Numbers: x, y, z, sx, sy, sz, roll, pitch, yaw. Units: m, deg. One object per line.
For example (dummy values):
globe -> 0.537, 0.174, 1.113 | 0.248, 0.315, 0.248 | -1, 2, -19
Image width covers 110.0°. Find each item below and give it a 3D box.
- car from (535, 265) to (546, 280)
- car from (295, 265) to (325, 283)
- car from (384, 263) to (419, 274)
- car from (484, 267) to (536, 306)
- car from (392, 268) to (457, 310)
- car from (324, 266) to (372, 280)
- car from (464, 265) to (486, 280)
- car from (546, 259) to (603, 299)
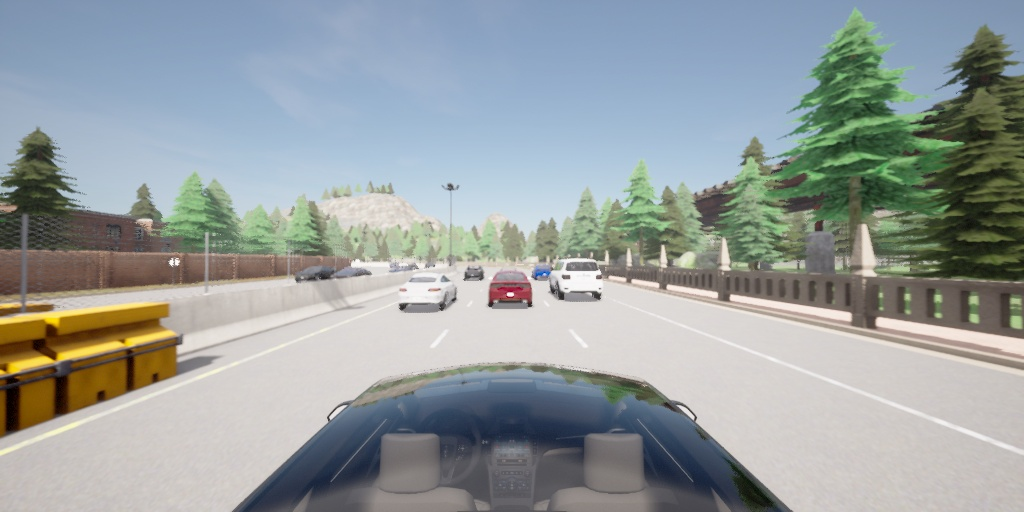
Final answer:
car -> 3.162, 1.672, 37.479 | 1.882, 1.535, 5.008 | 0, -1, -1
car -> -17.993, 1.632, 33.179 | 1.882, 1.535, 5.008 | 0, -1, -1
car -> -11.014, 1.724, 35.329 | 2.033, 1.411, 5.357 | 0, -1, -1
car -> -0.086, 1.417, 16.884 | 1.882, 1.535, 5.008 | 0, 0, -1
car -> -3.575, 1.452, 15.685 | 1.812, 1.442, 4.674 | 0, -1, -1
car -> -14.476, 1.692, 32.610 | 2.033, 1.411, 5.357 | 0, -1, -1
car -> -3.834, 1.687, 37.149 | 2.128, 1.511, 4.902 | 0, -1, -1
car -> 3.385, 1.197, 19.759 | 2.150, 2.045, 5.566 | 0, 0, -1
